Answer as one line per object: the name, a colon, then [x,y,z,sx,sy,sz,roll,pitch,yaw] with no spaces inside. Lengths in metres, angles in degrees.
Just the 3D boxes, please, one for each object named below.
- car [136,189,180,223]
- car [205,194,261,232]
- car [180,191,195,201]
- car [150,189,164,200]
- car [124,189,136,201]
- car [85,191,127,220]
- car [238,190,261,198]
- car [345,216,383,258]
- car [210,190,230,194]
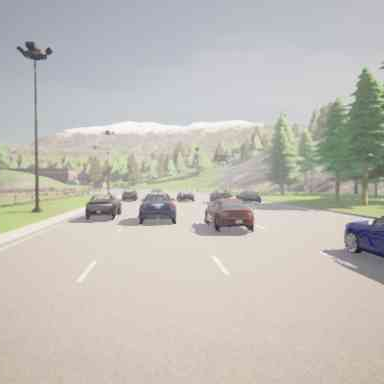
car: [-2.100,0.809,20.447,2.097,1.767,4.553,0,2,-6]
car: [1.808,1.068,16.750,1.812,1.442,4.674,0,2,-6]
car: [-0.847,0.479,41.989,1.895,1.301,4.718,0,2,-6]
car: [-4.789,0.313,45.908,1.812,1.442,4.674,0,2,-6]
car: [-8.003,0.367,43.068,2.128,1.511,4.902,0,2,-6]
car: [-5.788,0.917,22.125,2.128,1.511,4.902,0,1,-6]
car: [6.550,0.506,38.613,1.994,1.385,4.181,0,2,-6]
car: [6.088,1.213,8.946,1.882,1.535,5.008,0,2,-5]
car: [3.161,0.480,37.342,2.128,1.511,4.902,0,2,-6]
